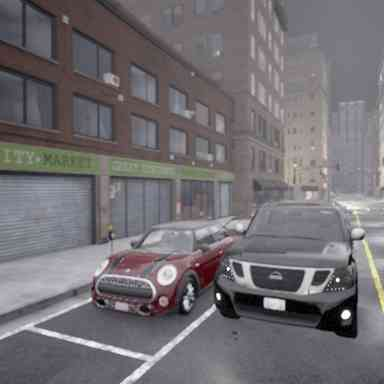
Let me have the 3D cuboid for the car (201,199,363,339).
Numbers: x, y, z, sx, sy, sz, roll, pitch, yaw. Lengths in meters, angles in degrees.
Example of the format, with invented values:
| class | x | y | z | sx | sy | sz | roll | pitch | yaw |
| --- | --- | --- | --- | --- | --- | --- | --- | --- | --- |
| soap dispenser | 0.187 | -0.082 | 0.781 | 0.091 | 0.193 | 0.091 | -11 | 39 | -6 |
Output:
| class | x | y | z | sx | sy | sz | roll | pitch | yaw |
| --- | --- | --- | --- | --- | --- | --- | --- | --- | --- |
| car | 2.327 | 1.221 | 7.176 | 2.150 | 2.045 | 5.566 | 0 | 0 | 25 |

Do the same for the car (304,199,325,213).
| class | x | y | z | sx | sy | sz | roll | pitch | yaw |
| --- | --- | --- | --- | --- | --- | --- | --- | --- | --- |
| car | 13.975 | 1.529 | 37.811 | 1.887 | 1.381 | 4.507 | -1 | 0 | 25 |

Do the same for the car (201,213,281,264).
| class | x | y | z | sx | sy | sz | roll | pitch | yaw |
| --- | --- | --- | --- | --- | --- | --- | --- | --- | --- |
| car | 2.030 | 1.580 | 12.565 | 1.802 | 1.307 | 4.206 | -1 | 0 | 25 |

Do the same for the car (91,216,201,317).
| class | x | y | z | sx | sy | sz | roll | pitch | yaw |
| --- | --- | --- | --- | --- | --- | --- | --- | --- | --- |
| car | -0.360 | 1.439 | 7.517 | 1.967 | 1.590 | 4.097 | -1 | 0 | 25 |
